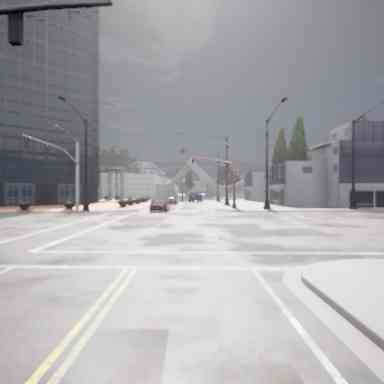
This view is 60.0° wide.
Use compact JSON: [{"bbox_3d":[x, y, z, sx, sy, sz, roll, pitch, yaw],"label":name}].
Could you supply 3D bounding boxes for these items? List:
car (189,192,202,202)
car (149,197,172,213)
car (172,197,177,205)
[{"bbox_3d":[0.770,1.061,71.540,2.150,2.045,5.566,0,0,12],"label":"car"},{"bbox_3d":[-3.577,1.410,36.926,1.882,1.535,5.008,0,0,0],"label":"car"},{"bbox_3d":[-3.526,1.447,55.625,1.994,1.385,4.181,0,0,0],"label":"car"}]
